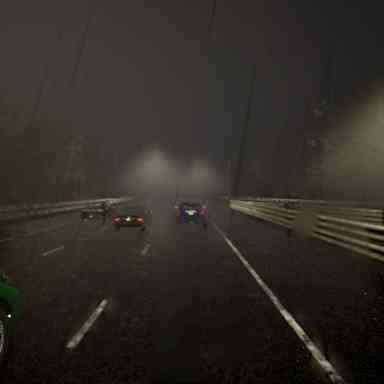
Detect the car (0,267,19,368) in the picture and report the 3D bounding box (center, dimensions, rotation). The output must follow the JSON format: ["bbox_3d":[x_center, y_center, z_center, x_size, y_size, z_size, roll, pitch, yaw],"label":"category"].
[{"bbox_3d":[-3.410,1.223,2.137,2.150,2.045,5.566,0,0,0],"label":"car"}]

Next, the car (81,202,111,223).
[{"bbox_3d":[-7.155,1.517,25.901,2.128,1.511,4.902,0,0,-1],"label":"car"}]

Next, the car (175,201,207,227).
[{"bbox_3d":[-0.108,1.371,23.035,2.097,1.767,4.553,0,0,-1],"label":"car"}]

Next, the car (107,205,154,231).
[{"bbox_3d":[-3.568,1.565,20.909,2.033,1.411,5.357,0,0,-1],"label":"car"}]
